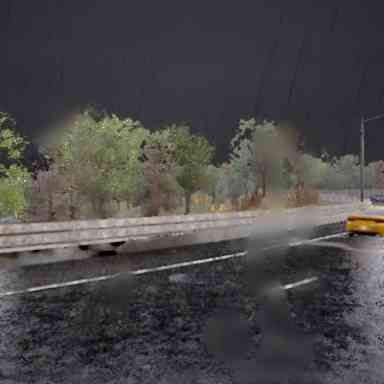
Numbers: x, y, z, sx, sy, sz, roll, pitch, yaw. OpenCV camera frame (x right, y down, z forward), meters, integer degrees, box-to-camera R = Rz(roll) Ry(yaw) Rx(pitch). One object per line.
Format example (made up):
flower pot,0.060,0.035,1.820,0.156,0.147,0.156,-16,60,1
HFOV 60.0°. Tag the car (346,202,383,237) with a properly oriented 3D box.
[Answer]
car,9.601,1.487,17.002,1.882,1.535,5.008,0,0,45

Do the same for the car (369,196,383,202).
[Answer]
car,37.606,1.492,67.543,1.895,1.301,4.718,0,0,11
